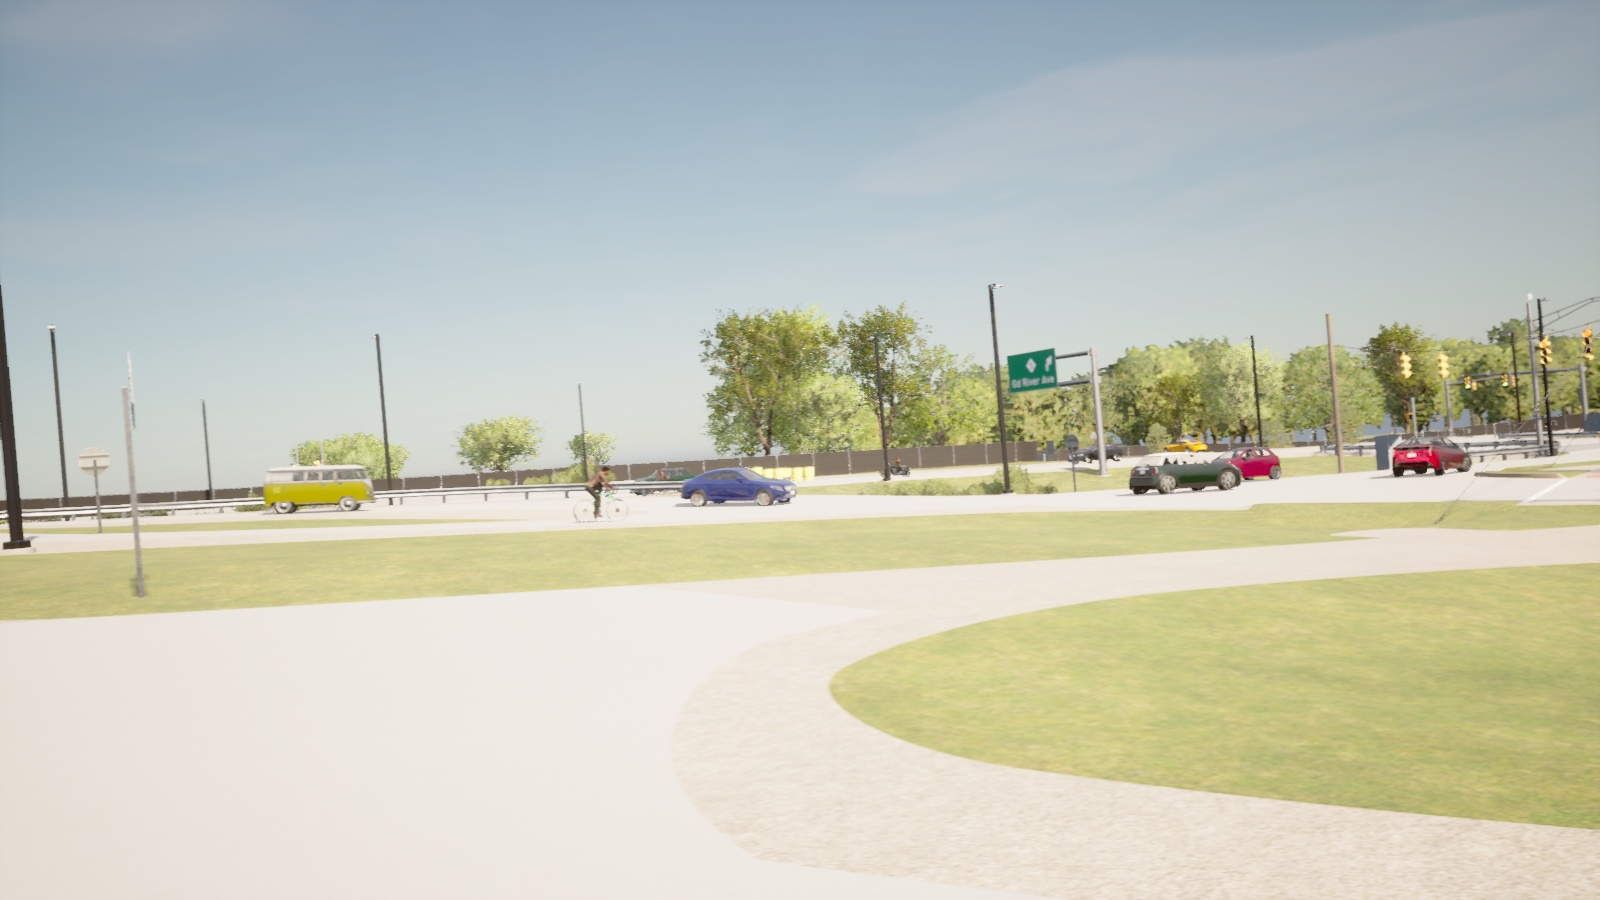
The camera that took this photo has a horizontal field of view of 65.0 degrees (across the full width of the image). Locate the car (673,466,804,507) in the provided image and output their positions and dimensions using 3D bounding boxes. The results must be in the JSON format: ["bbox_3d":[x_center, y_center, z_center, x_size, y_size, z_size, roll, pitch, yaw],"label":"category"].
[{"bbox_3d":[-2.384,1.399,48.442,4.674,1.442,1.812,-1,1,25],"label":"car"}]

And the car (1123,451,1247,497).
[{"bbox_3d":[13.905,0.866,45.418,3.806,1.475,1.970,-2,-1,-19],"label":"car"}]

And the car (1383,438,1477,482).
[{"bbox_3d":[25.133,0.379,50.057,2.007,1.525,4.514,-4,-1,44],"label":"car"}]

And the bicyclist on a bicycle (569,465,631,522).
[{"bbox_3d":[-5.737,1.247,36.074,1.656,1.620,0.582,0,-2,-27],"label":"bicyclist on a bicycle"}]

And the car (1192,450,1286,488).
[{"bbox_3d":[19.268,0.825,55.114,3.633,1.501,1.845,-2,-1,-29],"label":"car"}]

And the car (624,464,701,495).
[{"bbox_3d":[-9.169,1.985,83.690,4.553,1.767,2.097,-3,-1,-28],"label":"car"}]

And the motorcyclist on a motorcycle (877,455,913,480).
[{"bbox_3d":[6.656,1.239,88.019,2.350,1.649,0.766,-3,-1,-28],"label":"motorcyclist on a motorcycle"}]

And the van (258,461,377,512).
[{"bbox_3d":[-20.393,1.521,53.224,4.442,1.987,1.775,-1,0,-11],"label":"van"}]
